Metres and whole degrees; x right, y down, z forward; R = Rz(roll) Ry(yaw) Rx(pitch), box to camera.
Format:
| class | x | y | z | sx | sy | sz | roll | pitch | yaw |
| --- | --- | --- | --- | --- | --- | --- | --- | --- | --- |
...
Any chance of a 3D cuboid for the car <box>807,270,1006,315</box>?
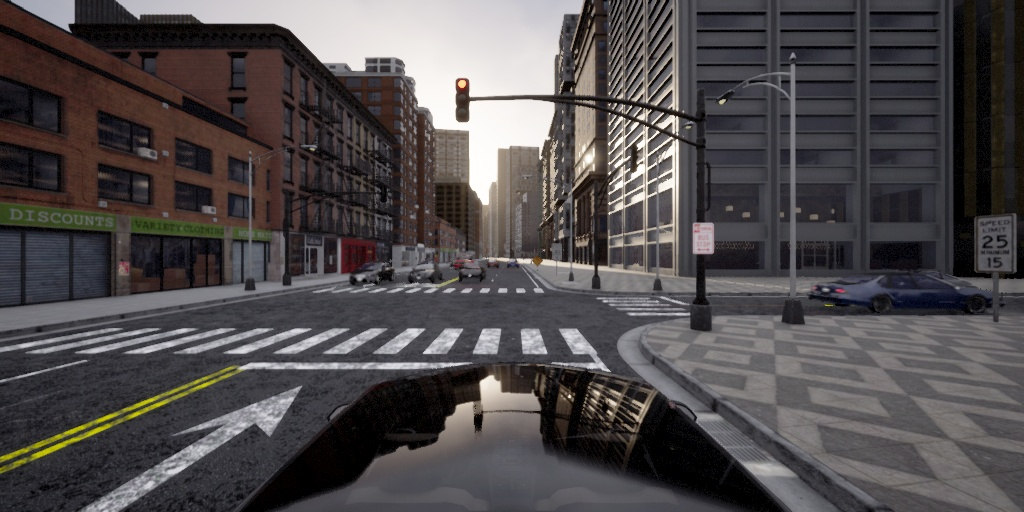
| class | x | y | z | sx | sy | sz | roll | pitch | yaw |
| --- | --- | --- | --- | --- | --- | --- | --- | --- | --- |
| car | 14.162 | 1.306 | 13.150 | 5.357 | 1.411 | 2.033 | 0 | 0 | 4 |

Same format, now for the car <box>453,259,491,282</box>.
| class | x | y | z | sx | sy | sz | roll | pitch | yaw |
| --- | --- | --- | --- | --- | --- | --- | --- | --- | --- |
| car | -3.092 | 1.230 | 28.927 | 2.128 | 1.511 | 4.902 | 0 | 0 | 0 |

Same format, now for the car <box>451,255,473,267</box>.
| class | x | y | z | sx | sy | sz | roll | pitch | yaw |
| --- | --- | --- | --- | --- | --- | --- | --- | --- | --- |
| car | -6.492 | 0.937 | 49.102 | 2.150 | 2.045 | 5.566 | 0 | 0 | 0 |

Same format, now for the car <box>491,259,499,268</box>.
| class | x | y | z | sx | sy | sz | roll | pitch | yaw |
| --- | --- | --- | --- | --- | --- | --- | --- | --- | --- |
| car | -3.083 | 1.231 | 57.786 | 1.812 | 1.442 | 4.674 | 0 | 0 | 1 |

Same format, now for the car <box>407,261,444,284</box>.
| class | x | y | z | sx | sy | sz | roll | pitch | yaw |
| --- | --- | --- | --- | --- | --- | --- | --- | --- | --- |
| car | -6.527 | 1.265 | 27.462 | 1.812 | 1.442 | 4.674 | 0 | 0 | 0 |

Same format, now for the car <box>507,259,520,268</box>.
| class | x | y | z | sx | sy | sz | roll | pitch | yaw |
| --- | --- | --- | --- | --- | --- | --- | --- | --- | --- |
| car | 0.160 | 1.232 | 57.357 | 1.812 | 1.442 | 4.674 | 0 | 0 | 1 |

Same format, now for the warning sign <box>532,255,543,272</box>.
| class | x | y | z | sx | sy | sz | roll | pitch | yaw |
| --- | --- | --- | --- | --- | --- | --- | --- | --- | --- |
| warning sign | 2.934 | 0.840 | 41.274 | 1.300 | 1.860 | 1.060 | 0 | 0 | 0 |

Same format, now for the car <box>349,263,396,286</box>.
| class | x | y | z | sx | sy | sz | roll | pitch | yaw |
| --- | --- | --- | --- | --- | --- | --- | --- | --- | --- |
| car | -9.799 | 1.232 | 25.512 | 2.128 | 1.511 | 4.902 | 0 | 0 | 0 |

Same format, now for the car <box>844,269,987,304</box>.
| class | x | y | z | sx | sy | sz | roll | pitch | yaw |
| --- | --- | --- | --- | --- | --- | --- | --- | --- | --- |
| car | 17.923 | 1.327 | 16.106 | 4.181 | 1.385 | 1.994 | 0 | 0 | 0 |

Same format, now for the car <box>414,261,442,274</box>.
| class | x | y | z | sx | sy | sz | roll | pitch | yaw |
| --- | --- | --- | --- | --- | --- | --- | --- | --- | --- |
| car | -9.763 | 1.271 | 41.976 | 2.033 | 1.411 | 5.357 | 0 | 0 | 0 |
